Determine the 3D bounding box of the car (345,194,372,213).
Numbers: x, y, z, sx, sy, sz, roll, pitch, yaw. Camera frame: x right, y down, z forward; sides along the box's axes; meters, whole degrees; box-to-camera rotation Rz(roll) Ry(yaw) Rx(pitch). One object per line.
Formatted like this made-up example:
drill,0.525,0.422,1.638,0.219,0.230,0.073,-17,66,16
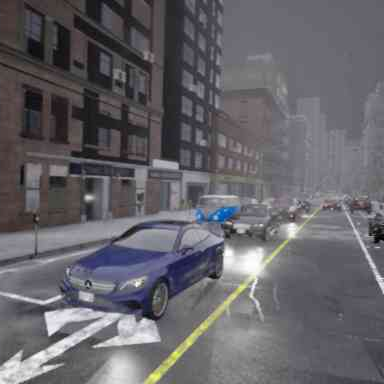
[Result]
car,18.075,1.320,35.746,2.192,1.841,5.009,2,1,23

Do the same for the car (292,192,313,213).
car,11.100,1.003,34.501,2.150,2.045,5.566,2,1,21

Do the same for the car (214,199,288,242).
car,2.965,1.319,15.749,2.128,1.511,4.902,2,1,23

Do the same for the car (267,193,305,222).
car,6.942,1.154,24.931,2.097,1.767,4.553,2,1,23

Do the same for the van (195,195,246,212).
van,1.542,1.062,18.932,1.690,1.788,3.998,2,1,23

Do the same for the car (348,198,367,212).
car,20.314,1.523,40.952,1.752,1.417,4.829,2,1,23

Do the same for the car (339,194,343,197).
car,20.114,1.411,47.433,1.812,1.442,4.674,2,1,23

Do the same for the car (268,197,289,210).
car,10.245,1.256,39.123,1.802,1.307,4.206,2,1,23

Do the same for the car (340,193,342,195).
car,33.617,1.492,73.045,1.812,1.442,4.674,2,1,23

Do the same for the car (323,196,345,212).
car,15.996,1.498,37.887,1.895,1.301,4.718,2,1,23

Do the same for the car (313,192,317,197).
car,29.841,1.227,84.548,1.947,1.339,4.313,2,1,23

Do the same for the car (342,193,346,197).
car,28.958,1.425,60.983,1.967,1.590,4.097,2,1,23

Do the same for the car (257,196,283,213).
car,8.002,1.209,33.919,1.752,1.417,4.829,2,1,23

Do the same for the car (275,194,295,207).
car,12.426,1.107,44.169,1.967,1.590,4.097,2,1,23

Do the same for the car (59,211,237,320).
car,-0.669,1.380,7.328,1.812,1.442,4.674,2,1,25

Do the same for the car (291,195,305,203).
car,18.956,1.200,59.312,1.887,1.381,4.507,2,1,23

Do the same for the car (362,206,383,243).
car,9.358,1.617,15.561,1.947,1.339,4.313,2,1,23
